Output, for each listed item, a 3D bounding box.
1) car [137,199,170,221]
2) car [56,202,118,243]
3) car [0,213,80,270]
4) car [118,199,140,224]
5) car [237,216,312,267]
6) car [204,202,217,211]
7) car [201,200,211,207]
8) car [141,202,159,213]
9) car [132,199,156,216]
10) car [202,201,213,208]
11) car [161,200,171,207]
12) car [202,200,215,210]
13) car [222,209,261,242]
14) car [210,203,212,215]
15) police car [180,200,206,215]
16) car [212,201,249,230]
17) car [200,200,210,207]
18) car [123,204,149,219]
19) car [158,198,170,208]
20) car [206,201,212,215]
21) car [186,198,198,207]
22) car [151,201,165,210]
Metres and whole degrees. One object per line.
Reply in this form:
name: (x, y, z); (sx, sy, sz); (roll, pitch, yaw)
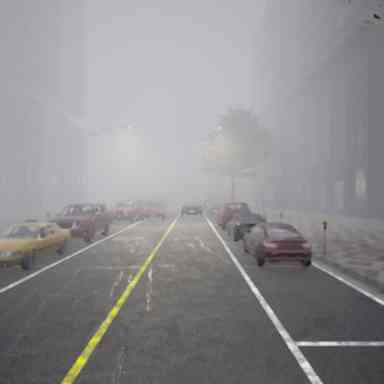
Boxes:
car: (-3.011, 1.501, 27.307); (1.812, 1.442, 4.674); (0, -1, 0)
car: (-5.676, 1.513, 17.309); (2.192, 1.841, 5.009); (0, -1, 0)
car: (-5.673, 1.653, 11.500); (1.752, 1.417, 4.829); (0, -1, 0)
car: (-5.680, 1.654, 28.587); (2.192, 1.841, 5.009); (0, -1, 0)
car: (2.852, 1.710, 11.662); (1.802, 1.307, 4.206); (0, -1, 0)
car: (2.836, 2.206, 51.135); (1.802, 1.307, 4.206); (0, -1, 0)
car: (2.828, 2.420, 68.052); (1.947, 1.339, 4.313); (0, -1, 0)
car: (-5.687, 2.097, 45.499); (1.887, 1.381, 4.507); (0, -1, 0)
car: (-5.685, 1.795, 39.863); (2.192, 1.841, 5.009); (0, -1, 0)
car: (2.831, 2.359, 62.413); (1.802, 1.307, 4.206); (0, -1, 0)
car: (-5.699, 2.518, 73.690); (1.802, 1.307, 4.206); (0, -1, 0)
car: (2.833, 2.139, 56.777); (1.967, 1.590, 4.097); (0, -1, 0)
car: (2.850, 1.763, 17.300); (1.947, 1.339, 4.313); (0, -1, 0)
car: (2.846, 1.882, 28.579); (1.887, 1.381, 4.507); (0, -1, 0)
police car: (-0.011, 1.428, 29.411); (1.930, 1.638, 5.238); (0, -1, 0)
car: (2.847, 1.582, 22.943); (2.192, 1.841, 5.009); (0, -1, 0)
car: (2.826, 2.501, 73.692); (1.947, 1.339, 4.313); (0, -1, 0)
car: (-5.682, 1.975, 34.223); (1.947, 1.339, 4.313); (0, -1, 0)
car: (-5.697, 2.171, 68.054); (2.192, 1.841, 5.009); (0, -1, 0)
car: (2.841, 2.045, 39.857); (1.947, 1.339, 4.313); (0, -1, 0)
car: (-0.023, 1.916, 59.528); (2.128, 1.511, 4.902); (0, -1, 0)
car: (-5.692, 2.266, 56.776); (1.947, 1.339, 4.313); (0, -1, 0)
